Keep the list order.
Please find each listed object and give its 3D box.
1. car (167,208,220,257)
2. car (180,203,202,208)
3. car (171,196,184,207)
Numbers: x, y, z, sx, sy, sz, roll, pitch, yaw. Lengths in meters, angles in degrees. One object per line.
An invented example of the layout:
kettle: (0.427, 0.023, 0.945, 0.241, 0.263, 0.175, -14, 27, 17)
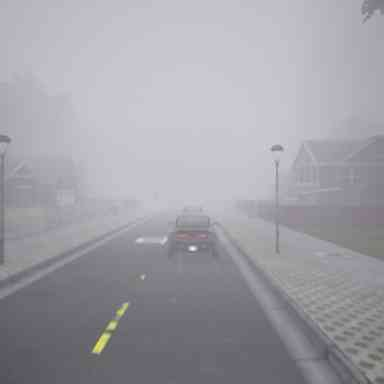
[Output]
car: (0.048, 1.625, 13.468, 1.837, 1.490, 4.892, 0, 0, 1)
car: (0.085, 1.842, 28.205, 1.895, 1.301, 4.718, 0, 0, 1)
car: (-2.608, 1.719, 60.478, 2.150, 2.045, 5.566, 0, -1, 0)
